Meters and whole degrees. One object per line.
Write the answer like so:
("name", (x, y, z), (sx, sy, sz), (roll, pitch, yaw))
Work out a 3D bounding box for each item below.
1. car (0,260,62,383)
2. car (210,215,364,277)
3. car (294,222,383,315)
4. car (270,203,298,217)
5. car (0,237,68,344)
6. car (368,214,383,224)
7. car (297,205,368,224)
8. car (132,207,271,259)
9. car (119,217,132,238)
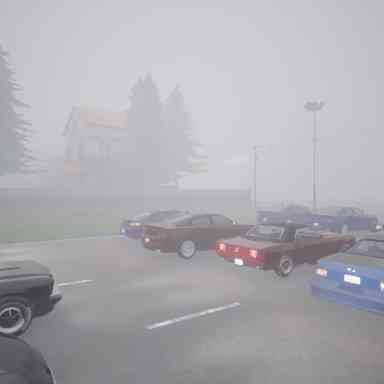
("car", (-3.191, 1.492, 1.484), (4.902, 1.511, 2.128), (0, 0, -35))
("car", (3.075, 1.601, 10.262), (4.718, 1.301, 1.895), (0, 0, -35))
("car", (4.797, 1.547, 7.178), (5.357, 1.411, 2.033), (0, 0, -35))
("car", (6.346, 1.478, 21.194), (5.008, 1.535, 1.882), (0, 0, -36))
("car", (-4.527, 1.601, 4.925), (4.718, 1.301, 1.895), (0, 0, -35))
("car", (10.491, 1.601, 15.553), (4.718, 1.301, 1.895), (0, 0, -36))
("car", (8.290, 1.478, 18.284), (5.008, 1.535, 1.882), (0, 0, -36))
("car", (0.499, 1.478, 12.725), (5.008, 1.535, 1.882), (0, 0, -35))
("car", (-1.126, 1.526, 15.858), (4.674, 1.442, 1.812), (0, 0, -36))
